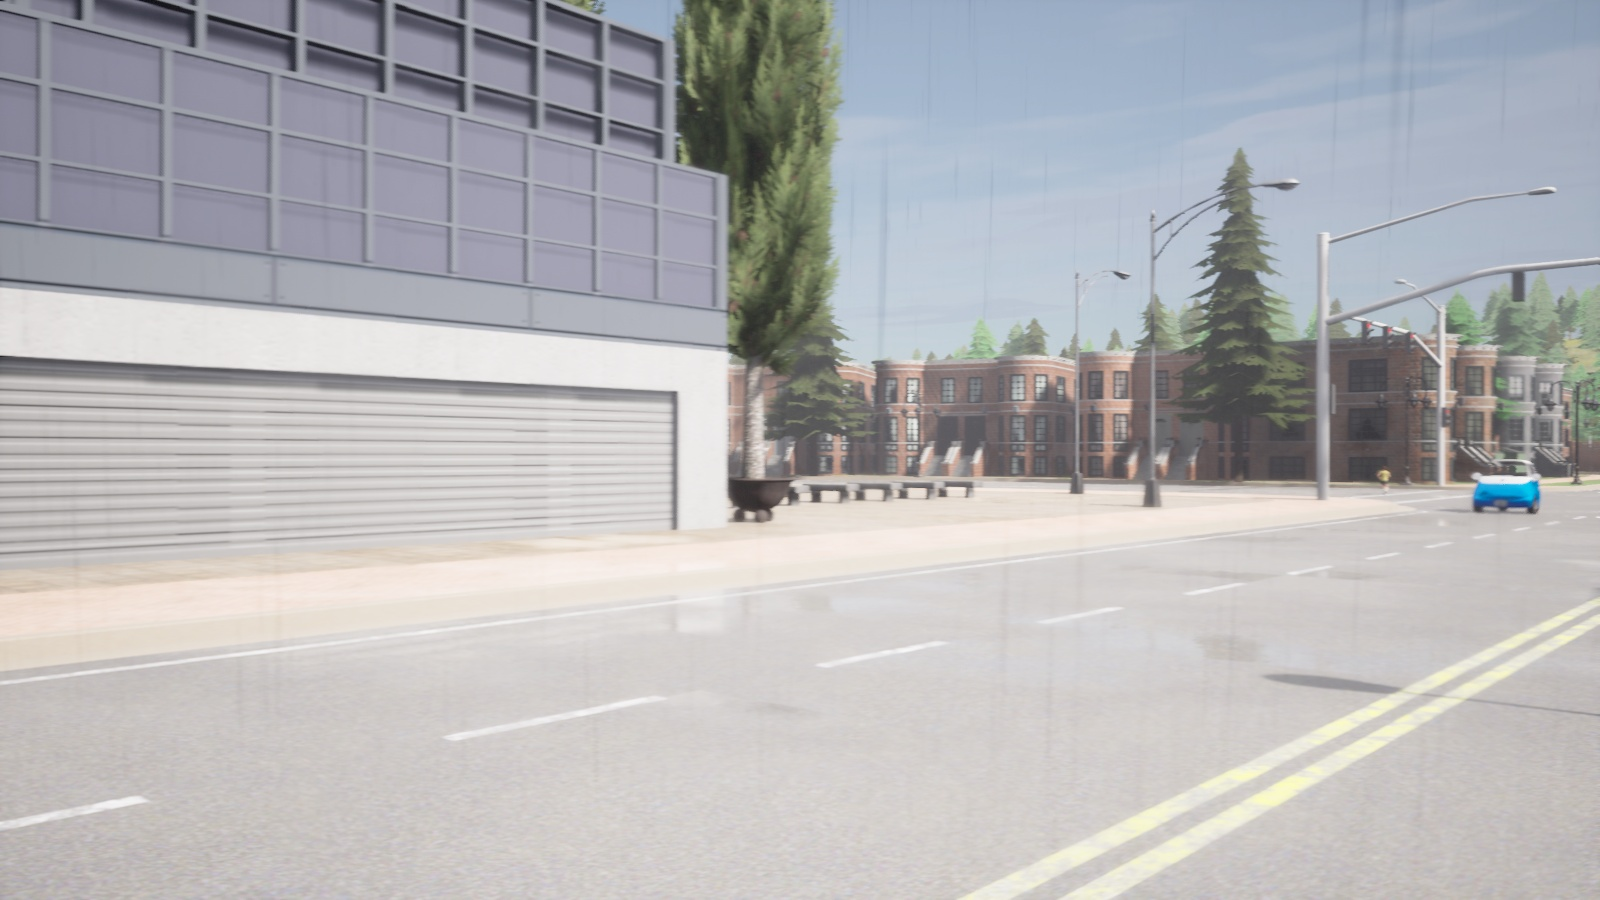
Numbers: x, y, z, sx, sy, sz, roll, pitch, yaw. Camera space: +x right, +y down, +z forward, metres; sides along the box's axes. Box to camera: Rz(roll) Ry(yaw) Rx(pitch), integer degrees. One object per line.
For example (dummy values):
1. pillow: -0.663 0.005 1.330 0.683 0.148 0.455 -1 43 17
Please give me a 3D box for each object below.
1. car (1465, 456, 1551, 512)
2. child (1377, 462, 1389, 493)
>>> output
1. car: 18.018 0.841 31.918 1.481 1.376 2.207 0 -1 41
2. child: 21.236 0.988 45.737 0.394 1.110 0.255 0 0 -45
